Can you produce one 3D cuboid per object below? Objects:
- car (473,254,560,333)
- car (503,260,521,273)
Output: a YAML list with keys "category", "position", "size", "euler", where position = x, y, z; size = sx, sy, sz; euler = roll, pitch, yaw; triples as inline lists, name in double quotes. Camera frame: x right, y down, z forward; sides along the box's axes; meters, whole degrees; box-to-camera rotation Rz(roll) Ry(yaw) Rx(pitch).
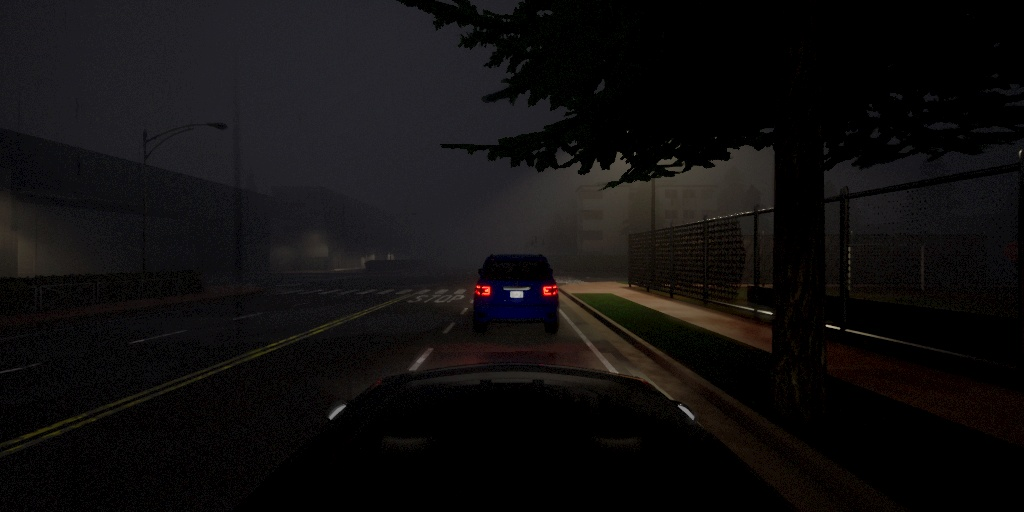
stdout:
- category: "car"
  position: [0.112, 0.971, 10.878]
  size: [2.150, 2.045, 5.566]
  euler: [0, 0, 0]
- category: "car"
  position: [0.010, 1.241, 45.734]
  size: [2.128, 1.511, 4.902]
  euler: [0, 0, 0]
